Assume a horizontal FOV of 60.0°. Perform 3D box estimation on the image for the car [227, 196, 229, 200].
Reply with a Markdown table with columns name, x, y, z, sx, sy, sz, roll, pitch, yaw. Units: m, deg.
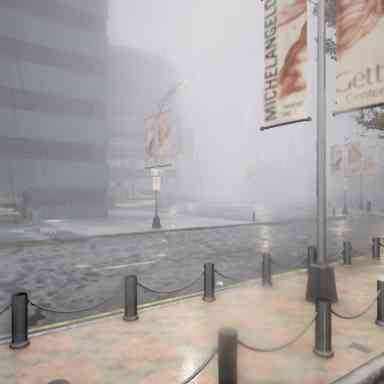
| name | x | y | z | sx | sy | sz | roll | pitch | yaw |
| --- | --- | --- | --- | --- | --- | --- | --- | --- | --- |
| car | 6.777 | 1.510 | 82.659 | 4.902 | 1.511 | 2.128 | 0 | 0 | 33 |

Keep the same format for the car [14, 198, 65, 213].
| name | x | y | z | sx | sy | sz | roll | pitch | yaw |
| --- | --- | --- | --- | --- | --- | --- | --- | --- | --- |
| car | -14.564 | 1.317 | 32.114 | 4.674 | 1.452 | 2.002 | 0 | 0 | -36 |

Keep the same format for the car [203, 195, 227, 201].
| name | x | y | z | sx | sy | sz | roll | pitch | yaw |
| --- | --- | --- | --- | --- | --- | --- | --- | --- | --- |
| car | 5.012 | 1.460 | 79.624 | 5.008 | 1.535 | 1.882 | 0 | 0 | 33 |

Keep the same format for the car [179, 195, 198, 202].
| name | x | y | z | sx | sy | sz | roll | pitch | yaw |
| --- | --- | --- | --- | --- | --- | --- | --- | --- | --- |
| car | -2.059 | 1.529 | 75.740 | 5.357 | 1.411 | 2.033 | 0 | 0 | 30 |
